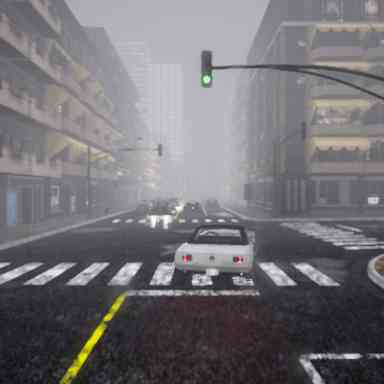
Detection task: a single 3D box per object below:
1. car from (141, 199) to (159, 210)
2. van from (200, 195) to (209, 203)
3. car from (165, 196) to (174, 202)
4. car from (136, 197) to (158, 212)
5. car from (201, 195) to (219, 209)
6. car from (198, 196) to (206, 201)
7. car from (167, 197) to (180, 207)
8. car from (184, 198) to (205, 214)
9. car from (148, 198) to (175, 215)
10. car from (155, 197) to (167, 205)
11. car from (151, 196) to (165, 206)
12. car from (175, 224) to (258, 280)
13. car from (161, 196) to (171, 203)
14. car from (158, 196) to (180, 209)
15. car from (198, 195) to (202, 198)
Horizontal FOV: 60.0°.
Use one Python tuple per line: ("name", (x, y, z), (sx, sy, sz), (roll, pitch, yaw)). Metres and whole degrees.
("car", (-5.694, 1.650, 45.573), (1.947, 1.339, 4.313), (0, 0, 0))
("van", (2.686, 1.491, 73.207), (1.690, 1.788, 3.998), (-1, 0, 0))
("car", (-5.691, 1.761, 84.269), (1.802, 1.307, 4.206), (-1, 0, 0))
("car", (-5.694, 1.622, 40.045), (2.008, 1.369, 4.403), (0, 0, 0))
("car", (2.685, 1.524, 45.568), (1.967, 1.590, 4.097), (-1, 0, 0))
("car", (2.689, 1.740, 89.791), (1.887, 1.381, 4.507), (-1, 0, 0))
("car", (-2.997, 1.608, 54.127), (1.837, 1.490, 4.892), (0, 0, 0))
("car", (0.103, 1.627, 36.379), (1.994, 1.385, 4.181), (0, 0, 0))
("car", (-3.091, 1.623, 34.379), (1.994, 1.385, 4.181), (0, 0, 0))
("car", (-5.693, 1.704, 62.157), (1.802, 1.307, 4.206), (-1, 0, 0))
("car", (-5.695, 1.549, 56.629), (1.967, 1.590, 4.097), (-1, 0, 0))
("car", (0.970, 1.616, 10.094), (1.895, 1.301, 4.718), (0, 0, 12))
("car", (-5.692, 1.675, 73.043), (1.752, 1.417, 4.829), (-1, 0, 0))
("car", (-3.073, 1.627, 43.767), (2.033, 1.411, 5.357), (0, 0, 0))
("car", (2.688, 1.673, 62.151), (2.008, 1.369, 4.403), (-1, 0, 0))
